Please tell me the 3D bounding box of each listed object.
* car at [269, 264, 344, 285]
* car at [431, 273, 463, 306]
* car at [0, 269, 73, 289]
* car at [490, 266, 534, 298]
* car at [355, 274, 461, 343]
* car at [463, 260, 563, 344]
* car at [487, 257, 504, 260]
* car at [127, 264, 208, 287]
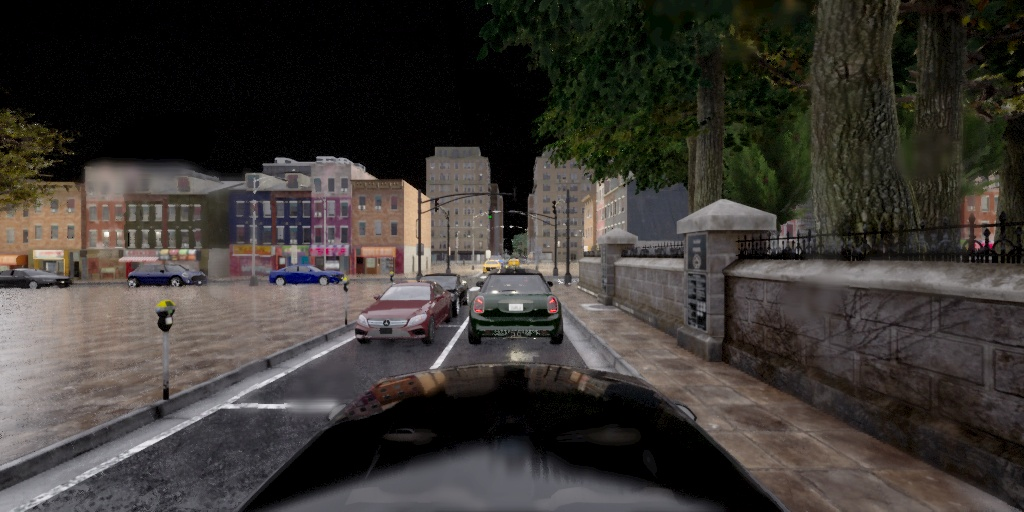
[{"bbox_3d":[-14.888,1.373,26.160,5.008,1.535,1.882,-1,0,0],"label":"car"},{"bbox_3d":[-2.638,1.315,13.262,1.948,1.339,4.313,0,0,0],"label":"car"},{"bbox_3d":[-35.132,1.694,26.103,4.892,1.490,1.837,-1,0,0],"label":"car"},{"bbox_3d":[-0.144,1.314,19.161,1.994,1.385,4.181,0,0,-5],"label":"car"},{"bbox_3d":[-2.638,1.332,9.600,1.802,1.307,4.207,0,0,0],"label":"car"},{"bbox_3d":[0.074,1.102,9.714,2.097,1.767,4.553,0,0,0],"label":"car"},{"bbox_3d":[-2.275,1.220,41.529,1.882,1.535,5.008,0,0,1],"label":"car"},{"bbox_3d":[-24.965,1.378,26.128,4.553,1.767,2.097,-1,0,0],"label":"car"}]
